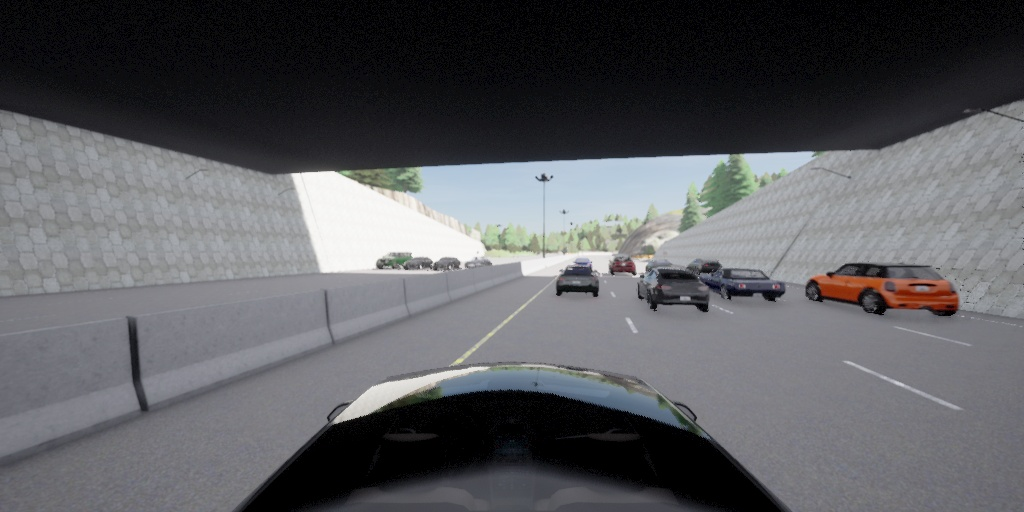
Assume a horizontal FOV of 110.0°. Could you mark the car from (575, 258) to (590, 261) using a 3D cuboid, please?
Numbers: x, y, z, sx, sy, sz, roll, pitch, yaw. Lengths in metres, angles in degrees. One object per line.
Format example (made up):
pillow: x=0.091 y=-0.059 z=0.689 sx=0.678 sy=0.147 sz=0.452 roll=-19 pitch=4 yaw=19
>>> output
car: x=6.836 y=0.915 z=34.833 sx=1.812 sy=1.442 sz=4.674 roll=0 pitch=1 yaw=12

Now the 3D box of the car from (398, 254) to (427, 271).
car: x=-10.181 y=0.799 z=39.495 sx=1.837 sy=1.490 sz=4.892 roll=0 pitch=0 yaw=12

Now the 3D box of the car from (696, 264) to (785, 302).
car: x=10.086 y=1.211 z=16.189 sx=1.895 sy=1.301 sz=4.718 roll=0 pitch=1 yaw=12

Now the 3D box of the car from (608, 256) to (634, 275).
car: x=9.996 y=0.774 z=32.786 sx=2.097 sy=1.767 sz=4.553 roll=0 pitch=1 yaw=12

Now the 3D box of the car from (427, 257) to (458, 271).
car: x=-6.866 y=0.822 z=38.272 sx=1.837 sy=1.490 sz=4.892 roll=0 pitch=0 yaw=12

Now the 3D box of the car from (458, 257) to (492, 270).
car: x=-3.497 y=0.827 z=37.296 sx=2.128 sy=1.511 sz=4.902 roll=0 pitch=1 yaw=12

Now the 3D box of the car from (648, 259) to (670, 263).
car: x=13.623 y=0.991 z=33.031 sx=1.994 sy=1.385 sz=4.181 roll=0 pitch=1 yaw=12

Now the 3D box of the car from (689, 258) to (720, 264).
car: x=16.897 y=0.956 z=31.588 sx=1.837 sy=1.490 sz=4.892 roll=0 pitch=0 yaw=12

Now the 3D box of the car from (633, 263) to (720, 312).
car: x=5.945 y=1.155 z=13.565 sx=1.812 sy=1.442 sz=4.674 roll=0 pitch=1 yaw=12

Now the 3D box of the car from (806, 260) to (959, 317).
car: x=13.005 y=1.006 z=13.051 sx=2.097 sy=1.767 sz=4.553 roll=0 pitch=1 yaw=12

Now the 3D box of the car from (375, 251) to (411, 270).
car: x=-13.371 y=0.490 z=41.283 sx=2.150 sy=2.045 sz=5.566 roll=0 pitch=0 yaw=12

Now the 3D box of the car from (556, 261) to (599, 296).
car: x=3.326 y=1.136 z=18.057 sx=1.994 sy=1.385 sz=4.181 roll=0 pitch=1 yaw=12
